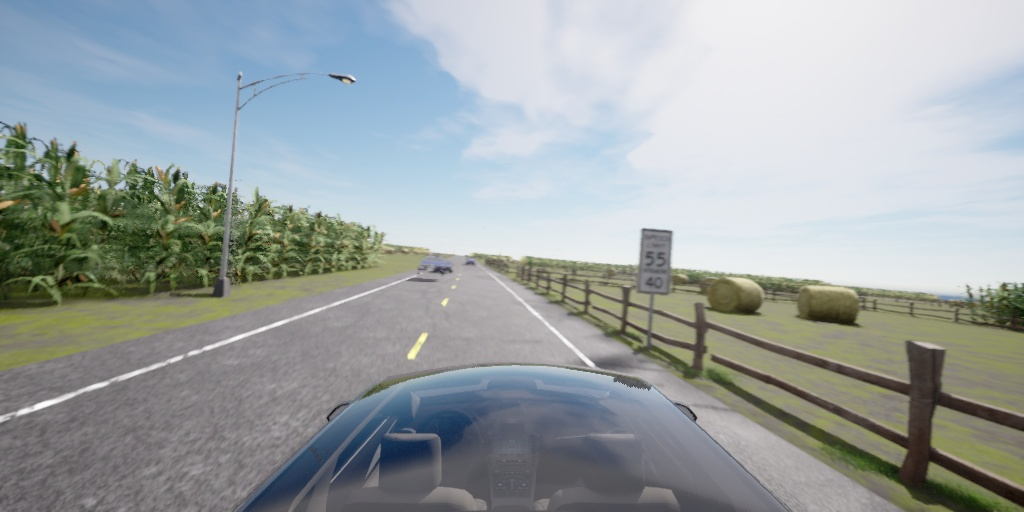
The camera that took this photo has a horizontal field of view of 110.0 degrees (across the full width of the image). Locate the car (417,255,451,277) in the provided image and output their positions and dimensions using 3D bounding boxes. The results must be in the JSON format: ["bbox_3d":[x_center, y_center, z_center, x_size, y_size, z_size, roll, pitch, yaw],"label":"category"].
[{"bbox_3d":[-5.725,0.665,26.175,1.812,1.442,4.674,4,0,-7],"label":"car"}]

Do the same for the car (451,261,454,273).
[{"bbox_3d":[-7.345,1.061,39.230,2.033,1.411,5.357,4,0,-7],"label":"car"}]
